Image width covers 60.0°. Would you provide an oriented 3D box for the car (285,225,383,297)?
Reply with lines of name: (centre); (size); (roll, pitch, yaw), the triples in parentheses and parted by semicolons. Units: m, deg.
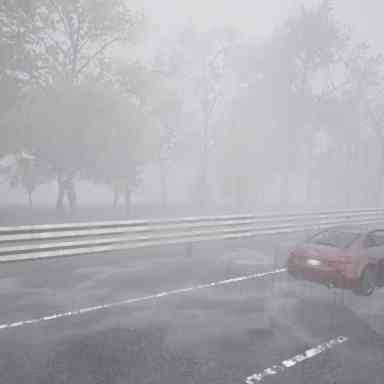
car: (4.401, 1.566, 8.681); (4.181, 1.385, 1.994); (0, 0, -35)
